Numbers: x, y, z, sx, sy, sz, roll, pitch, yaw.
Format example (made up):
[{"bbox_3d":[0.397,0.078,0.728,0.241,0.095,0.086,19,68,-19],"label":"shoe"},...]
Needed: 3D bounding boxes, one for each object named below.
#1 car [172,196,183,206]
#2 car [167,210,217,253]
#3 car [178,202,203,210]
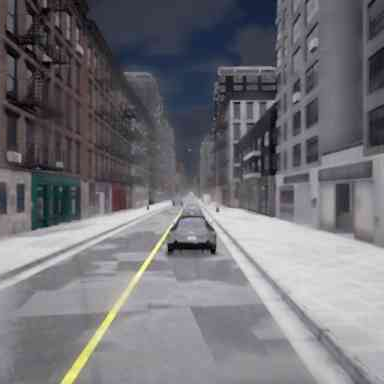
[{"bbox_3d":[-3.014,1.951,70.951,2.150,2.045,5.566,0,-1,0],"label":"car"},{"bbox_3d":[0.002,1.702,14.327,1.994,1.385,4.181,0,0,0],"label":"car"},{"bbox_3d":[-0.005,1.828,28.989,2.033,1.411,5.357,0,-1,0],"label":"car"}]
